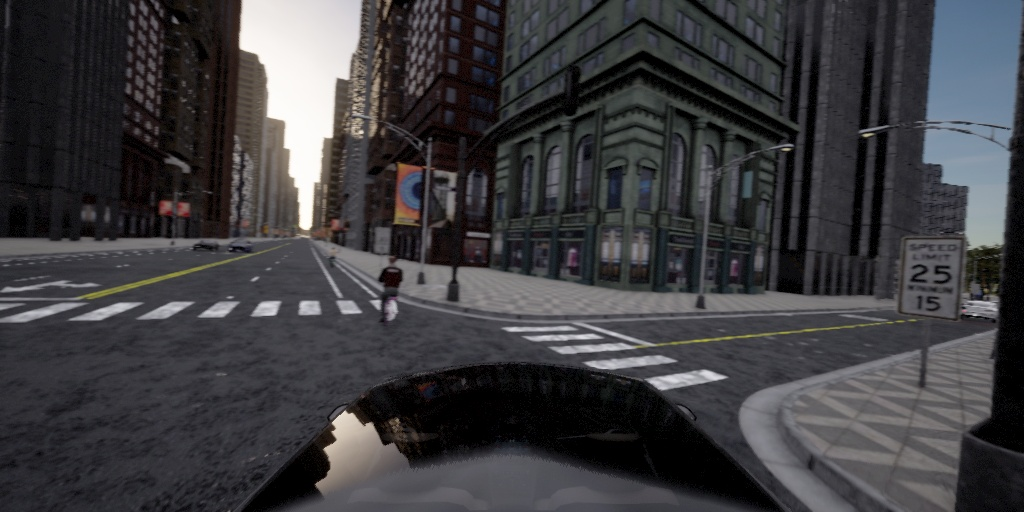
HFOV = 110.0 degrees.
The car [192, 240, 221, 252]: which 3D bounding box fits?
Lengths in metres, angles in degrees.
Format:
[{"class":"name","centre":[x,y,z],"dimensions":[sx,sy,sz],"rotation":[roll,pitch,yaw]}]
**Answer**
[{"class":"car","centre":[-35.958,-1.227,42.305],"dimensions":[1.895,1.301,4.718],"rotation":[3,1,-30]}]

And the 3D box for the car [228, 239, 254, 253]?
[{"class":"car","centre":[-33.156,-1.308,43.970],"dimensions":[2.097,1.767,4.553],"rotation":[3,1,-30]}]

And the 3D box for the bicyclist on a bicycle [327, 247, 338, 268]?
[{"class":"bicyclist on a bicycle","centre":[-14.169,0.104,28.331],"dimensions":[0.866,1.612,1.509],"rotation":[3,0,-30]}]

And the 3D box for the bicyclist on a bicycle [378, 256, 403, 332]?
[{"class":"bicyclist on a bicycle","centre":[-3.042,0.877,8.850],"dimensions":[0.659,1.776,1.843],"rotation":[4,1,-30]}]

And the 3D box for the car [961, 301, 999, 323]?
[{"class":"car","centre":[35.232,4.117,26.923],"dimensions":[4.674,1.442,1.812],"rotation":[4,0,-31]}]
